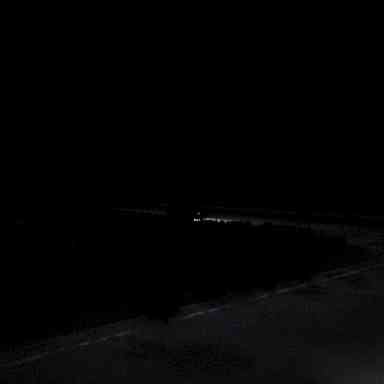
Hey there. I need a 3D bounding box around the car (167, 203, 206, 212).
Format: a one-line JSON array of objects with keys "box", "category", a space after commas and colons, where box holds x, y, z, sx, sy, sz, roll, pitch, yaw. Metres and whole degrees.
[{"box": [-0.553, 1.656, 30.067, 1.994, 1.385, 4.181, 0, 0, -36], "category": "car"}]

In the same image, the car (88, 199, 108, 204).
[{"box": [-14.040, 1.693, 49.043, 1.895, 1.301, 4.718, 0, 0, -35], "category": "car"}]
